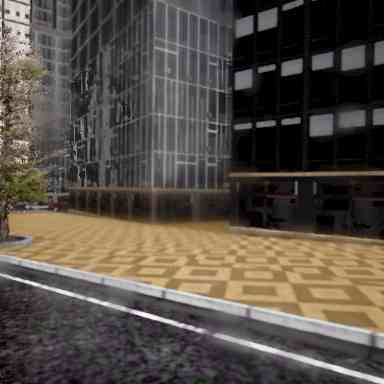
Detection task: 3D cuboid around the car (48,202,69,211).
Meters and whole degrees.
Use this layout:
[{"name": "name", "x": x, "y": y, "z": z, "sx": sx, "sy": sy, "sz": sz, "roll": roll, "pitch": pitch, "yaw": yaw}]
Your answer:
[{"name": "car", "x": -22.076, "y": 2.466, "z": 56.640, "sx": 4.507, "sy": 1.381, "sz": 1.887, "roll": 0, "pitch": 1, "yaw": -34}]

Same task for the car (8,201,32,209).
[{"name": "car", "x": -31.205, "y": 2.317, "z": 59.939, "sx": 4.403, "sy": 1.369, "sz": 2.008, "roll": 0, "pitch": 1, "yaw": -34}]
